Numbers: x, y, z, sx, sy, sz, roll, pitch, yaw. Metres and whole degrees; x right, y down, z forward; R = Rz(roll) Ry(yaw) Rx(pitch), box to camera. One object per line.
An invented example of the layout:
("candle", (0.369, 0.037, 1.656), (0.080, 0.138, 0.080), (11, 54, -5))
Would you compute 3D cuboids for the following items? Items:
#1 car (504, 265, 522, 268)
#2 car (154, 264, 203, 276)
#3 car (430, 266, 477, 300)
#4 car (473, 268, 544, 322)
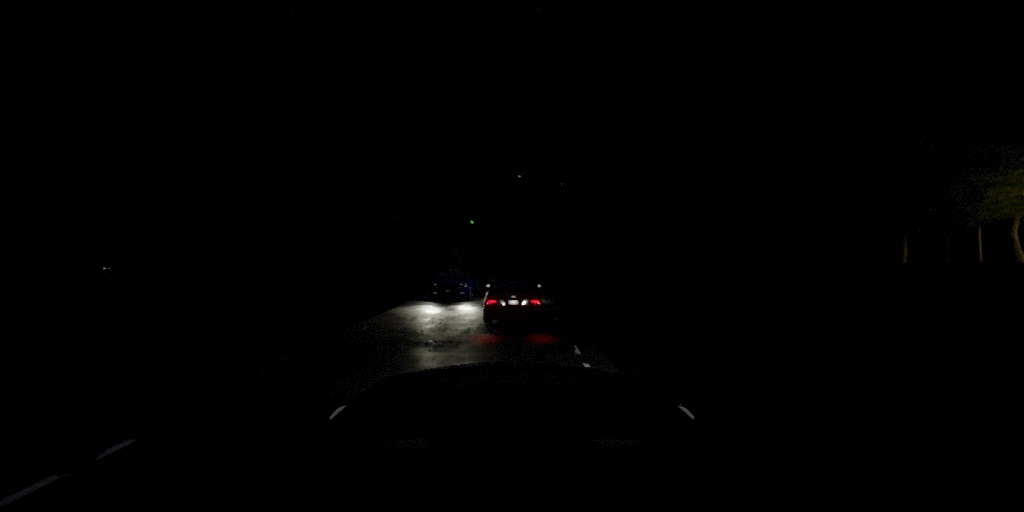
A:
("car", (0.041, 1.372, 27.341), (2.033, 1.411, 5.357), (0, 0, 0))
("car", (-43.994, 1.873, 47.777), (4.892, 1.490, 1.837), (0, -2, 1))
("car", (-2.853, 1.271, 18.422), (1.882, 1.535, 5.008), (0, 0, 0))
("car", (0.054, 1.323, 12.347), (2.033, 1.411, 5.357), (0, 0, 0))
